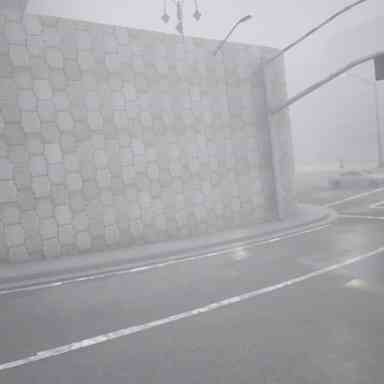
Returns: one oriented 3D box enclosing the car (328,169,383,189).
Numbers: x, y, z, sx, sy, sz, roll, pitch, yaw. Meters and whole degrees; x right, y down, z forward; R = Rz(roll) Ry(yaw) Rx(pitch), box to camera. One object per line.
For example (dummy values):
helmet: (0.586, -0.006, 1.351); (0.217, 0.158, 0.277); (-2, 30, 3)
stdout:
car: (13.209, -1.090, 26.476); (1.812, 1.442, 4.674); (-11, 6, -36)

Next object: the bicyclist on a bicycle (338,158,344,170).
bicyclist on a bicycle: (20.061, -3.814, 44.852); (1.656, 1.620, 0.582); (-11, 6, -35)
